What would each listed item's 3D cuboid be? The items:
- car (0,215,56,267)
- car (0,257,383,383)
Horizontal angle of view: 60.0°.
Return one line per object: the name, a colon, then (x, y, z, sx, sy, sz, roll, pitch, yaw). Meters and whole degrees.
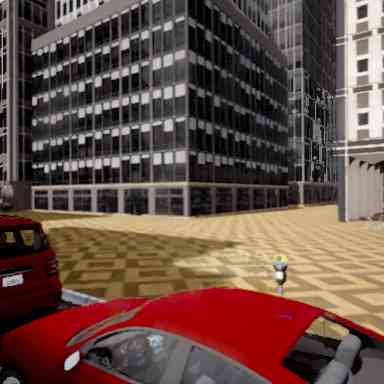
car: (-4.441, 1.328, 6.046, 5.009, 1.841, 2.192, 0, 0, 35)
car: (0.070, 1.548, 2.829, 4.507, 1.381, 1.887, 0, 0, 35)
